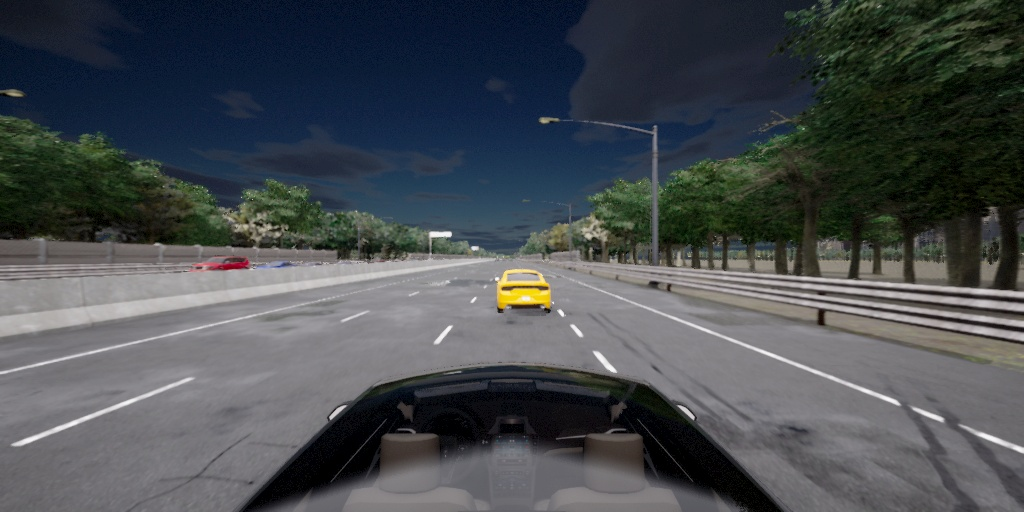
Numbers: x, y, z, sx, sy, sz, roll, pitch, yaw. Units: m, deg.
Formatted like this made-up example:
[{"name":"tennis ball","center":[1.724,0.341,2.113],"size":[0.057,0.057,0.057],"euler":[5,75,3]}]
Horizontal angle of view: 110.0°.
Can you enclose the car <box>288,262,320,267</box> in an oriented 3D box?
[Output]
[{"name":"car","center":[-21.136,1.407,37.864],"size":[1.994,1.385,4.181],"euler":[0,0,0]}]

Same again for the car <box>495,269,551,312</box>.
[{"name":"car","center":[0.358,1.276,14.348],"size":[1.882,1.535,5.008],"euler":[0,0,-2]}]

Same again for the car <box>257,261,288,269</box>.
[{"name":"car","center":[-24.634,1.320,37.743],"size":[1.882,1.535,5.008],"euler":[0,0,0]}]

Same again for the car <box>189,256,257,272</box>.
[{"name":"car","center":[-28.138,1.055,34.895],"size":[2.150,2.045,5.566],"euler":[0,0,0]}]

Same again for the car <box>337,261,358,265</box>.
[{"name":"car","center":[-17.638,1.335,38.048],"size":[2.128,1.511,4.902],"euler":[0,0,0]}]
